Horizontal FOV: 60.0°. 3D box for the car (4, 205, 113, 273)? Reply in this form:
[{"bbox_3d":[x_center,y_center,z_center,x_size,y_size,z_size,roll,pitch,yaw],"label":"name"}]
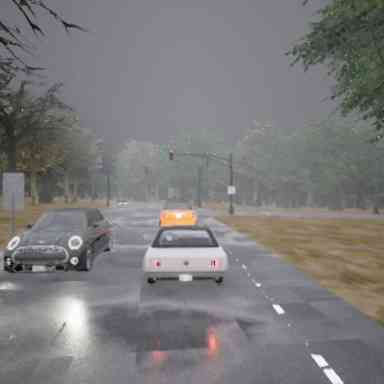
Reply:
[{"bbox_3d":[-3.931,1.308,10.543,2.097,1.767,4.553,0,0,-3],"label":"car"}]

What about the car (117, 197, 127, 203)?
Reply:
[{"bbox_3d":[-16.266,1.862,77.347,1.994,1.385,4.181,0,-1,-18],"label":"car"}]

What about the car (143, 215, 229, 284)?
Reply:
[{"bbox_3d":[-0.212,1.562,9.413,1.895,1.301,4.718,0,0,-2],"label":"car"}]

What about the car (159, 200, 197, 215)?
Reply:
[{"bbox_3d":[-0.862,1.273,19.536,2.097,1.767,4.553,0,0,-5],"label":"car"}]
